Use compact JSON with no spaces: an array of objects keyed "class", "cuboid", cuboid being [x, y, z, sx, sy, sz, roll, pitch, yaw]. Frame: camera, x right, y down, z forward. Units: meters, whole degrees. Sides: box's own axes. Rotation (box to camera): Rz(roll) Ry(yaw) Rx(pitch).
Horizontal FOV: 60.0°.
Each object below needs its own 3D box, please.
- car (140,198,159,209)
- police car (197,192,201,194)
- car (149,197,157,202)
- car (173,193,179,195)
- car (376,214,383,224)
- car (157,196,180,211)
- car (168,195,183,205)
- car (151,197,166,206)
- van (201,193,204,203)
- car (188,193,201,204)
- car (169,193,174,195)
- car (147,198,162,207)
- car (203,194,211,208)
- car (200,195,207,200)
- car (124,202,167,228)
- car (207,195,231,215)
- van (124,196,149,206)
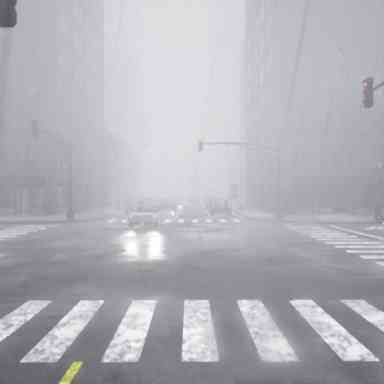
[{"class":"car","cuboid":[-5.653,1.541,44.790,1.947,1.339,4.313,0,0,0]},{"class":"police car","cuboid":[2.734,1.372,79.522,1.930,1.638,5.238,0,0,0]},{"class":"car","cuboid":[-5.680,1.418,39.122,1.967,1.590,4.097,0,0,0]},{"class":"car","cuboid":[-5.440,1.250,90.136,2.192,1.841,5.009,0,0,0]},{"class":"car","cuboid":[14.597,1.549,20.752,5.357,1.411,2.033,0,0,0]},{"class":"car","cuboid":[-2.913,1.542,40.439,1.994,1.385,4.181,0,0,0]},{"class":"car","cuboid":[-2.824,1.568,57.198,1.895,1.301,4.718,0,0,0]},{"class":"car","cuboid":[-5.600,1.533,56.127,1.947,1.339,4.313,0,0,0]},{"class":"van","cuboid":[2.926,1.309,56.092,1.690,1.788,3.998,0,0,0]},{"class":"car","cuboid":[0.296,1.487,63.821,1.812,1.442,4.674,0,0,0]},{"class":"car","cuboid":[-5.520,1.498,73.131,1.887,1.381,4.507,0,0,0]},{"class":"car","cuboid":[-5.626,1.553,50.458,1.802,1.307,4.206,0,0,0]},{"class":"car","cuboid":[2.873,1.415,44.754,1.967,1.590,4.097,0,0,0]},{"class":"car","cuboid":[3.086,1.502,90.108,1.947,1.339,4.313,0,0,0]},{"class":"car","cuboid":[-3.004,1.587,22.408,1.895,1.301,4.718,0,0,0]},{"class":"car","cuboid":[2.819,1.421,33.416,1.967,1.590,4.097,0,0,0]},{"class":"van","cuboid":[-5.706,1.322,33.453,1.690,1.788,3.998,0,0,0]}]
